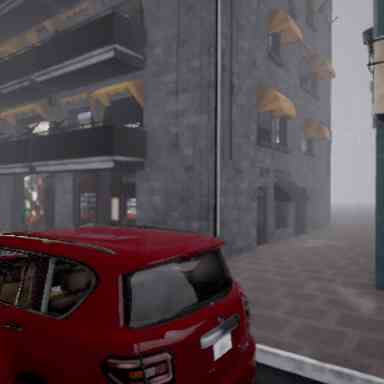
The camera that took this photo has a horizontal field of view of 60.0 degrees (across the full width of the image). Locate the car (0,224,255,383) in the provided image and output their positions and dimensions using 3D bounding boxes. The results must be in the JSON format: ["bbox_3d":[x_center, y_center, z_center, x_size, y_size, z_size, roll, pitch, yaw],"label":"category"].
[{"bbox_3d":[-1.697,1.339,4.071,5.009,1.841,2.192,0,1,36],"label":"car"}]
